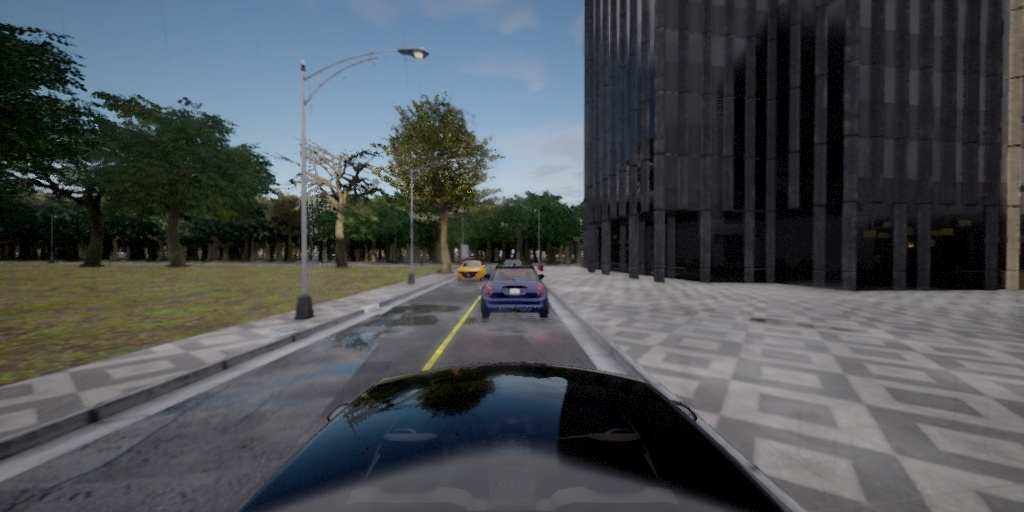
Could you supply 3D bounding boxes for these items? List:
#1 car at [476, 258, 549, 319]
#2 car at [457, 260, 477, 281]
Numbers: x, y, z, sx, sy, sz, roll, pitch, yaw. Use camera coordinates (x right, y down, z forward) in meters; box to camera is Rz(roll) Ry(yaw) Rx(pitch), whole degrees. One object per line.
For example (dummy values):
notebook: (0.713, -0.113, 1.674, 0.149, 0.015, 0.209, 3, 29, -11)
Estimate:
car: (0.092, 1.044, 12.663, 2.097, 1.767, 4.553, 0, 0, 0)
car: (-3.090, 1.082, 27.969, 1.882, 1.535, 5.008, 0, 0, 0)
